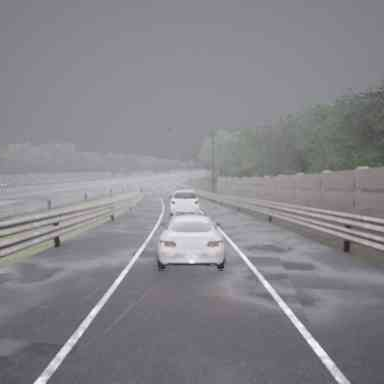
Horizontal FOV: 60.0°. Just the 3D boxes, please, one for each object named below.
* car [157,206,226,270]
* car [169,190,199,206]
[{"bbox_3d":[-0.031,1.392,10.398,1.812,1.442,4.674,0,1,-1],"label":"car"},{"bbox_3d":[-0.627,0.885,26.545,2.150,2.045,5.566,0,1,-3],"label":"car"}]
